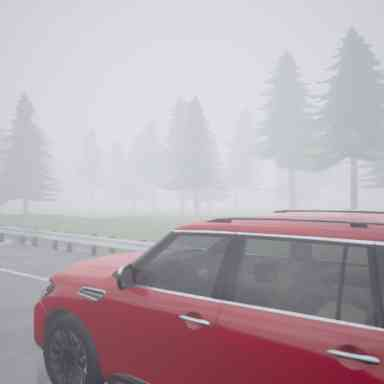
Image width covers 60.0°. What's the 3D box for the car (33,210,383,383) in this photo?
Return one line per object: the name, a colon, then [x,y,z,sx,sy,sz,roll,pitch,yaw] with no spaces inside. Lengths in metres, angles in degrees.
car: [0.702,1.214,3.412,5.566,2.045,2.150,0,0,35]
